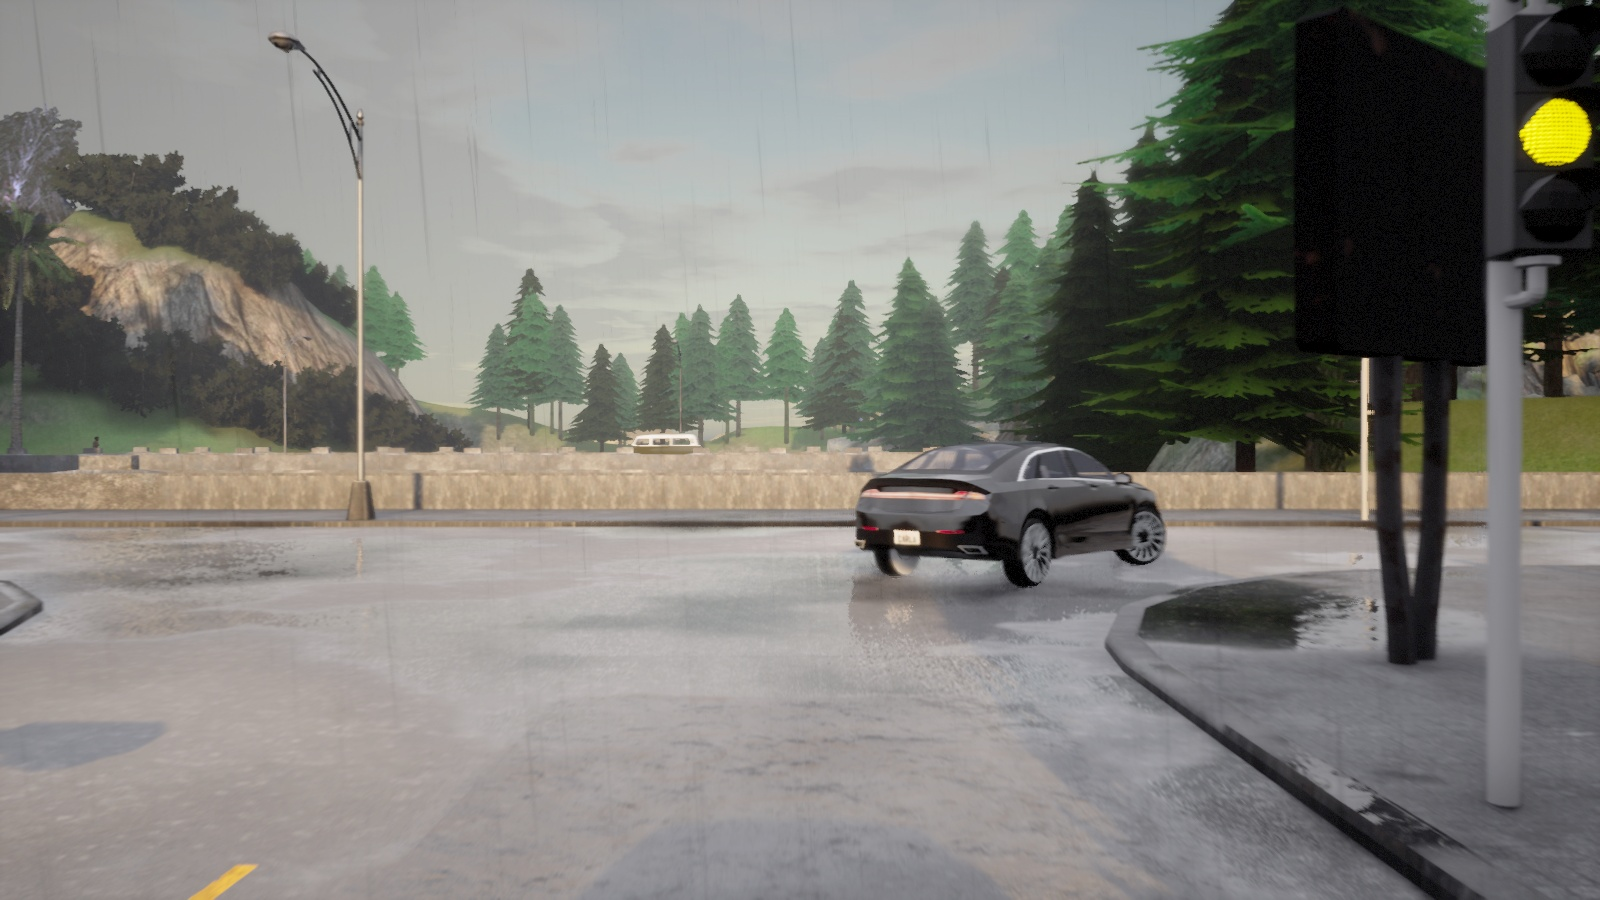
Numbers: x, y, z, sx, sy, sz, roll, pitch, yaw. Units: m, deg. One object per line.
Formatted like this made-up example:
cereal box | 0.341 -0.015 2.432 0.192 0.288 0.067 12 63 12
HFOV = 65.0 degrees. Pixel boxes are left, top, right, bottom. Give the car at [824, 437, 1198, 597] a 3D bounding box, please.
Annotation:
car | 2.618 0.622 14.458 2.128 1.511 4.902 0 0 39

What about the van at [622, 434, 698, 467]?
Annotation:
van | -8.615 0.025 77.724 4.480 2.038 2.069 0 0 0
